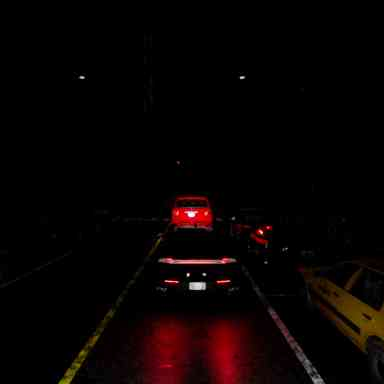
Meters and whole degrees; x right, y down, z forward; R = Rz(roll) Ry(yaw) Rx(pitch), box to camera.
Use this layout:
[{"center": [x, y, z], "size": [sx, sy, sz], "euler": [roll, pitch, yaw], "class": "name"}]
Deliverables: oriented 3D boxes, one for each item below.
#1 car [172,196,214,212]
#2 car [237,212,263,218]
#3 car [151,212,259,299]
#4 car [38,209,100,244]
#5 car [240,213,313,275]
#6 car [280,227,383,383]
[{"center": [0.061, 1.214, 18.794], "size": [2.150, 2.045, 5.566], "euler": [0, 0, 2], "class": "car"}, {"center": [2.861, 1.576, 15.859], "size": [1.802, 1.307, 4.206], "euler": [-1, 0, 0], "class": "car"}, {"center": [0.096, 1.489, 8.445], "size": [2.128, 1.511, 4.902], "euler": [0, 0, 0], "class": "car"}, {"center": [-5.684, 1.539, 15.853], "size": [1.887, 1.381, 4.507], "euler": [-1, 0, 0], "class": "car"}, {"center": [2.863, 1.562, 10.273], "size": [1.947, 1.339, 4.313], "euler": [-1, 0, 0], "class": "car"}, {"center": [2.864, 1.524, 4.857], "size": [1.752, 1.417, 4.829], "euler": [-1, 0, 0], "class": "car"}]
